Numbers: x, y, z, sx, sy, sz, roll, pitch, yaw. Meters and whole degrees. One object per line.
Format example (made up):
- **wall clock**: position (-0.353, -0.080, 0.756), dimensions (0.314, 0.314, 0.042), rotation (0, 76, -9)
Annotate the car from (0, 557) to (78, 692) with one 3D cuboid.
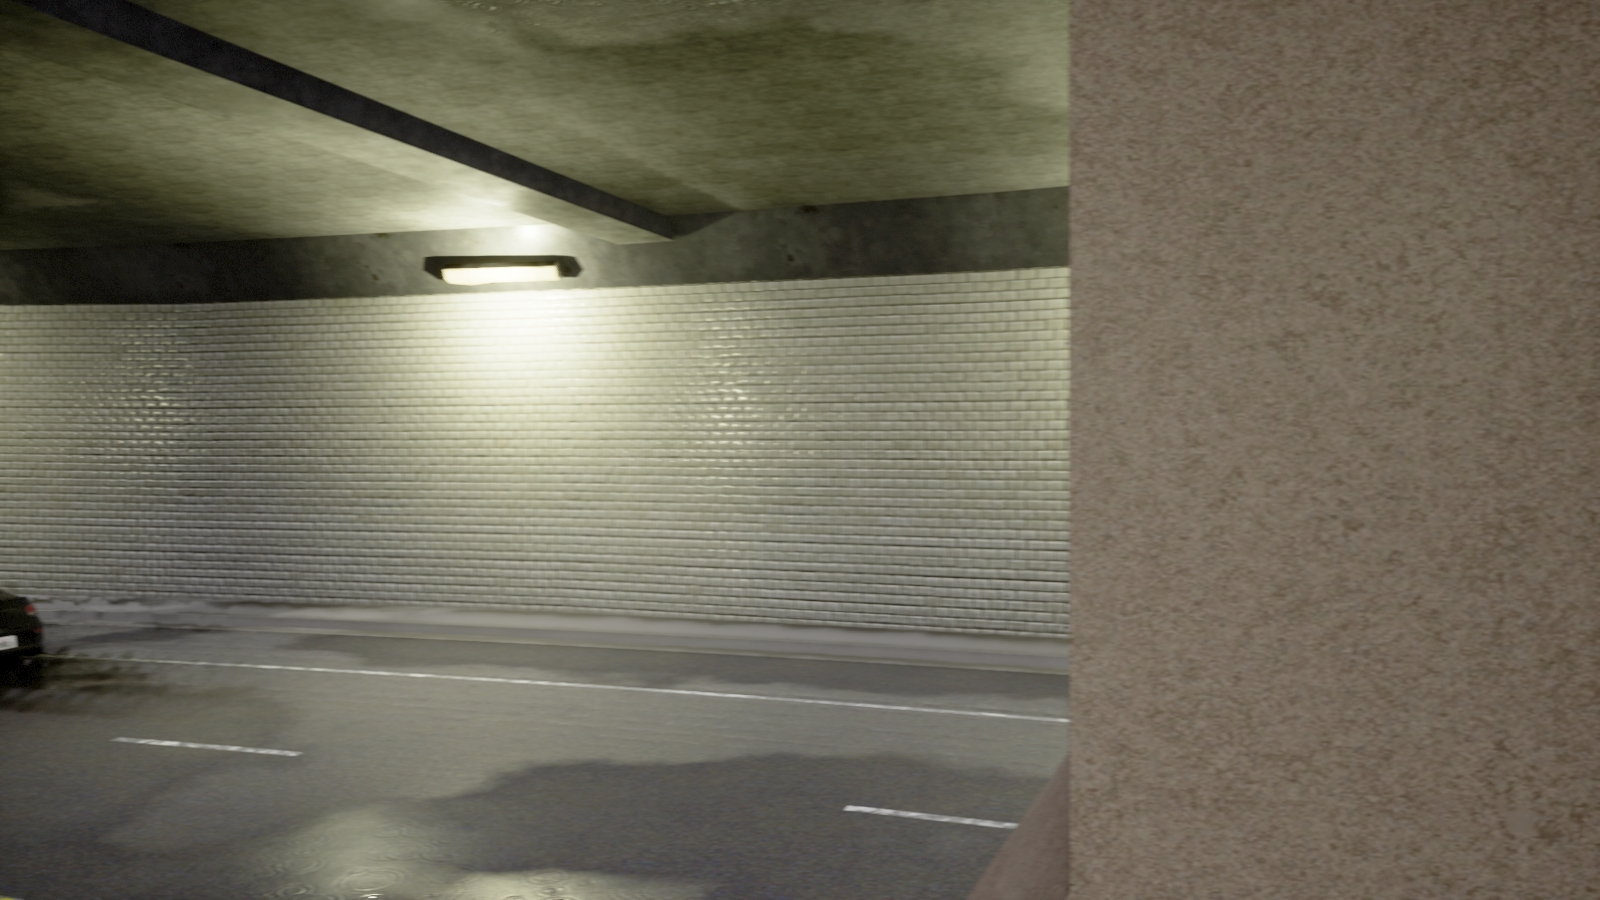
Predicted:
- **car**: position (-11.510, 2.080, 13.768), dimensions (4.674, 1.442, 2.002), rotation (0, 0, 12)
